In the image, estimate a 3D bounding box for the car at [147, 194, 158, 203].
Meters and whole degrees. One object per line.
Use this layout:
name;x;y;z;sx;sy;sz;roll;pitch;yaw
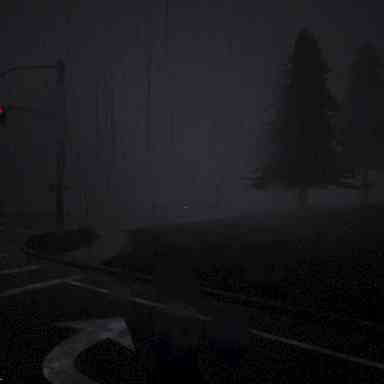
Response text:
car;-6.283;1.205;61.394;2.128;1.511;4.902;0;0;36

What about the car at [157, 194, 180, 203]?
car;-3.564;1.303;59.196;1.994;1.385;4.181;0;0;35

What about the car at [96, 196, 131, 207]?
car;-10.052;1.328;43.901;1.994;1.385;4.181;0;0;35

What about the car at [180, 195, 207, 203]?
car;0.728;1.255;59.205;2.128;1.511;4.902;0;0;35

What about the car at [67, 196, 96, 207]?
car;-13.769;1.230;44.695;2.128;1.511;4.902;0;0;35

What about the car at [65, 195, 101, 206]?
car;-15.676;1.240;48.058;1.812;1.442;4.674;0;0;35
